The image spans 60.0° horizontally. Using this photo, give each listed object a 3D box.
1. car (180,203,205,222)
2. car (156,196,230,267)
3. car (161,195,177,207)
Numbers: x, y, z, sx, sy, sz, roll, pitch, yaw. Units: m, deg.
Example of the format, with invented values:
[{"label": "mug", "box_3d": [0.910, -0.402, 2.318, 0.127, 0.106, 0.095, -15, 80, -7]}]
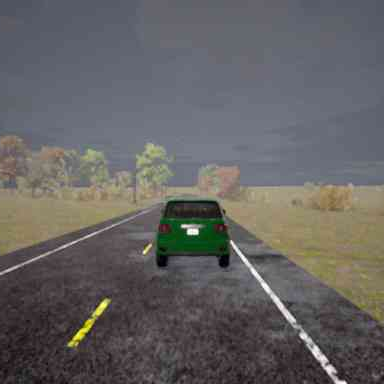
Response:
[{"label": "car", "box_3d": [0.050, 1.600, 27.616, 1.895, 1.301, 4.718, 0, 0, 0]}, {"label": "car", "box_3d": [0.050, 1.211, 11.572, 2.150, 2.045, 5.566, 0, -1, 1]}, {"label": "car", "box_3d": [-3.593, 1.355, 52.822, 2.097, 1.767, 4.553, 0, 0, 0]}]
